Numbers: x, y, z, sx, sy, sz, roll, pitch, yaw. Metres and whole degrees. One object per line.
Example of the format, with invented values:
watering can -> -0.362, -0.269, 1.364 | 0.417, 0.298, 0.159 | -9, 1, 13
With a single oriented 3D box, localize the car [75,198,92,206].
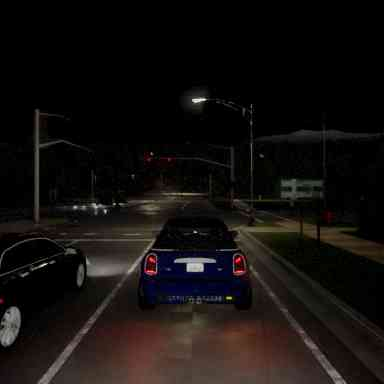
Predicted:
car -> -18.000, 1.601, 55.809 | 1.895, 1.301, 4.718 | 0, 0, 1

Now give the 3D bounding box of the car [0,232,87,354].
car -> -3.442, 1.505, 6.092 | 1.837, 1.490, 4.892 | 0, 0, 0

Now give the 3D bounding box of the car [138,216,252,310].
car -> 0.068, 1.352, 7.997 | 2.097, 1.767, 4.553 | 0, 0, 0

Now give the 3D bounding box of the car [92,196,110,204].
car -> -17.793, 1.491, 65.146 | 2.128, 1.511, 4.902 | 0, 0, 1

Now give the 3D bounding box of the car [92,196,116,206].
car -> -14.509, 1.505, 55.238 | 1.837, 1.490, 4.892 | 0, 0, 1

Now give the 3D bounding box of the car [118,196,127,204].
car -> -14.268, 1.507, 66.402 | 1.837, 1.490, 4.892 | 0, -1, 1
